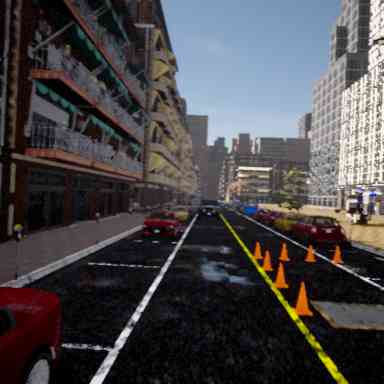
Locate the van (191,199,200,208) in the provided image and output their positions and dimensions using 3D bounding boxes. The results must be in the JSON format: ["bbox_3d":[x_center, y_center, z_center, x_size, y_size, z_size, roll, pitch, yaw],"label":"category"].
[{"bbox_3d":[0.745,2.274,68.224,1.690,1.788,3.998,2,-1,3],"label":"van"}]

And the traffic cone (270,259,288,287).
[{"bbox_3d":[2.336,2.169,8.754,0.340,0.580,0.340,2,-1,3],"label":"traffic cone"}]

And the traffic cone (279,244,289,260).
[{"bbox_3d":[3.523,2.272,12.702,0.340,0.580,0.340,2,-1,3],"label":"traffic cone"}]

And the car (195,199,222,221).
[{"bbox_3d":[1.744,1.730,33.755,2.150,2.045,5.566,2,-1,3],"label":"car"}]

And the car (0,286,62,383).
[{"bbox_3d":[-2.386,1.465,1.981,1.887,1.381,4.507,2,-1,3],"label":"car"}]

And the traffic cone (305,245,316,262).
[{"bbox_3d":[4.521,2.315,12.654,0.340,0.580,0.340,2,-1,3],"label":"traffic cone"}]

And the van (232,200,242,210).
[{"bbox_3d":[9.108,2.637,67.824,1.690,1.788,3.998,2,-1,3],"label":"van"}]

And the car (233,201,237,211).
[{"bbox_3d":[8.580,2.686,56.780,1.947,1.339,4.313,2,-1,3],"label":"car"}]

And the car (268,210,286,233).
[{"bbox_3d":[7.027,2.139,23.831,1.752,1.417,4.829,2,-1,3],"label":"car"}]

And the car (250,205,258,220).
[{"bbox_3d":[7.537,2.360,34.700,1.802,1.307,4.206,2,-1,3],"label":"car"}]

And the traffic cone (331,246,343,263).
[{"bbox_3d":[5.519,2.358,12.606,0.340,0.580,0.340,2,-1,3],"label":"traffic cone"}]

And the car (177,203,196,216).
[{"bbox_3d":[-0.563,2.049,40.621,2.008,1.369,4.403,2,-1,3],"label":"car"}]

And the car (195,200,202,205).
[{"bbox_3d":[1.778,2.856,90.298,1.947,1.339,4.313,2,-1,3],"label":"car"}]

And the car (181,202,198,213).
[{"bbox_3d":[-0.303,2.134,46.141,2.008,1.369,4.403,2,-1,3],"label":"car"}]

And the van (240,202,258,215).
[{"bbox_3d":[8.068,2.288,45.743,1.690,1.788,3.998,2,-1,3],"label":"van"}]

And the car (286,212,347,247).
[{"bbox_3d":[6.761,1.968,18.142,1.967,1.590,4.097,2,-1,3],"label":"car"}]

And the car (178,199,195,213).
[{"bbox_3d":[-0.815,1.729,35.104,2.192,1.841,5.009,2,-1,3],"label":"car"}]

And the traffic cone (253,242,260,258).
[{"bbox_3d":[2.525,2.228,12.750,0.340,0.580,0.340,2,-1,3],"label":"traffic cone"}]

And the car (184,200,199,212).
[{"bbox_3d":[-0.038,2.110,51.661,1.967,1.590,4.097,2,-1,3],"label":"car"}]

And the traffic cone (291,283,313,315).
[{"bbox_3d":[2.242,2.140,6.756,0.340,0.580,0.340,2,-1,3],"label":"traffic cone"}]

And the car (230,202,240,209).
[{"bbox_3d":[9.369,2.913,73.509,1.752,1.417,4.829,2,-1,3],"label":"car"}]

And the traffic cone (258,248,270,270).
[{"bbox_3d":[2.431,2.199,10.752,0.340,0.580,0.340,2,-1,3],"label":"traffic cone"}]

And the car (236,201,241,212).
[{"bbox_3d":[8.329,2.561,51.429,1.752,1.417,4.829,2,-1,3],"label":"car"}]

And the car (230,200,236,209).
[{"bbox_3d":[8.844,2.648,62.301,1.967,1.590,4.097,2,-1,3],"label":"car"}]

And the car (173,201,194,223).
[{"bbox_3d":[-1.092,1.853,29.413,1.752,1.417,4.829,2,-1,3],"label":"car"}]

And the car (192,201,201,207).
[{"bbox_3d":[0.997,2.603,73.739,1.802,1.307,4.206,2,-1,3],"label":"car"}]

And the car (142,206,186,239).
[{"bbox_3d":[-1.605,1.709,18.542,1.887,1.381,4.507,2,-1,3],"label":"car"}]

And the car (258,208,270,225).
[{"bbox_3d":[7.277,2.276,29.181,1.802,1.307,4.206,2,-1,3],"label":"car"}]

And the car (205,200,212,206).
[{"bbox_3d":[4.641,3.032,93.851,1.994,1.385,4.181,2,-1,3],"label":"car"}]

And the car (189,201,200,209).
[{"bbox_3d":[0.478,2.389,62.700,1.887,1.381,4.507,2,-1,3],"label":"car"}]

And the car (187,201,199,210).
[{"bbox_3d":[0.217,2.322,57.180,1.947,1.339,4.313,2,-1,3],"label":"car"}]
